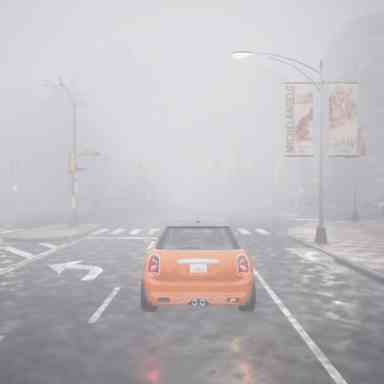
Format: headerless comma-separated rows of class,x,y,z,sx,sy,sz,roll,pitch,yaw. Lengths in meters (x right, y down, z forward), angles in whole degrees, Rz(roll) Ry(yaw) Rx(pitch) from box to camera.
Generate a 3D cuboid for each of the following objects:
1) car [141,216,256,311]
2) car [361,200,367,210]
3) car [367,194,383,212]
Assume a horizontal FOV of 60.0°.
car,0.117,1.351,7.916,2.097,1.767,4.553,0,0,0
car,23.235,1.218,39.676,5.566,2.045,2.150,0,0,1
car,22.106,1.349,36.181,4.553,1.767,2.097,0,0,1
